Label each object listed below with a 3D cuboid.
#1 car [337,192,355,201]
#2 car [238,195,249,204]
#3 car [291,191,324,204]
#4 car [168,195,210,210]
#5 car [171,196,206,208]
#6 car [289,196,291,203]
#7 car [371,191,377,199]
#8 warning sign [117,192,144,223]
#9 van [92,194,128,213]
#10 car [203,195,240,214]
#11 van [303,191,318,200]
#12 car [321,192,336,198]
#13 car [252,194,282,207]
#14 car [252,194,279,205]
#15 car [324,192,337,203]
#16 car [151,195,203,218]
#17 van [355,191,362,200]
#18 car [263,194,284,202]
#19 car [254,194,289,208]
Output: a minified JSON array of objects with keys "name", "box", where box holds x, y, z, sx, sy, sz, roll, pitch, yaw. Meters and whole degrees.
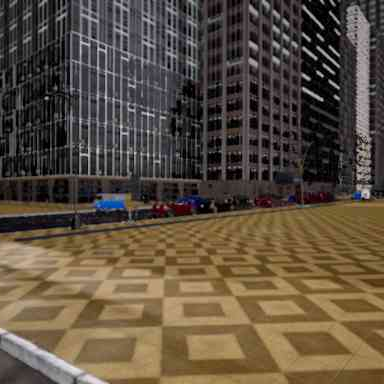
[{"name":"car","box":[28.323,0.941,62.054,1.752,1.417,4.829,1,1,41]},{"name":"car","box":[7.031,1.118,50.154,1.947,1.339,4.313,1,1,41]},{"name":"car","box":[17.084,0.867,48.984,2.192,1.841,5.009,1,1,41]},{"name":"car","box":[-0.227,1.156,37.742,1.882,1.535,5.008,0,1,41]},{"name":"car","box":[-0.393,1.188,41.535,1.887,1.381,4.507,1,1,41]},{"name":"car","box":[16.895,1.041,52.904,1.812,1.442,4.674,0,1,41]},{"name":"car","box":[39.341,0.833,74.865,2.008,1.369,4.403,1,1,41]},{"name":"warning sign","box":[-3.892,0.958,20.974,1.300,1.860,1.060,0,0,41]},{"name":"van","box":[-7.896,1.074,32.980,1.690,1.788,3.998,1,1,41]},{"name":"car","box":[2.295,1.299,31.694,1.947,1.339,4.313,1,1,41]},{"name":"van","box":[25.582,0.668,71.715,1.690,1.788,3.998,1,1,41]},{"name":"car","box":[33.000,0.804,80.345,1.947,1.339,4.313,1,1,41]},{"name":"car","box":[10.164,1.102,45.008,1.837,1.490,4.892,0,1,41]},{"name":"car","box":[11.360,1.054,51.069,1.882,1.535,5.008,0,1,41]},{"name":"car","box":[20.794,0.822,53.296,2.192,1.841,5.009,1,1,41]},{"name":"car","box":[-1.371,1.219,27.343,1.967,1.590,4.097,1,1,41]},{"name":"van","box":[35.633,0.668,70.549,1.690,1.788,3.998,1,1,41]},{"name":"car","box":[14.452,1.028,58.780,1.947,1.339,4.313,1,1,41]},{"name":"car","box":[9.664,1.224,40.362,1.802,1.307,4.206,1,1,41]}]
